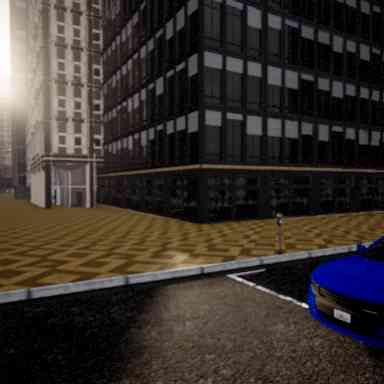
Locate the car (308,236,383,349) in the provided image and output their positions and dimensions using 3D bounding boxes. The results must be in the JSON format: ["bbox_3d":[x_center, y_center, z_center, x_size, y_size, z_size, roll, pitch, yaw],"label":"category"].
[{"bbox_3d":[4.194,1.382,5.721,5.008,1.535,1.882,0,1,-30],"label":"car"}]
